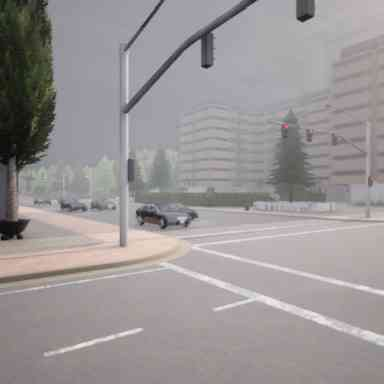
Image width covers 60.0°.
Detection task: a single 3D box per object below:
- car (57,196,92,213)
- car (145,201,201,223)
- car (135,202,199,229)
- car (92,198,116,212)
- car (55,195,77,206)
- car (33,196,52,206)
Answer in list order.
[{"bbox_3d":[-13.396,1.546,37.445,2.033,1.411,5.357,0,0,-36],"label":"car"},{"bbox_3d":[-1.684,1.546,27.183,2.033,1.411,5.357,0,0,-36],"label":"car"},{"bbox_3d":[-1.978,1.490,21.591,2.128,1.511,4.902,0,0,-35],"label":"car"},{"bbox_3d":[-10.624,1.489,39.591,2.128,1.511,4.902,0,0,-36],"label":"car"},{"bbox_3d":[-20.158,1.329,52.972,2.128,1.511,4.902,0,0,-36],"label":"car"},{"bbox_3d":[-22.997,1.344,50.925,2.033,1.411,5.357,0,0,-36],"label":"car"}]
